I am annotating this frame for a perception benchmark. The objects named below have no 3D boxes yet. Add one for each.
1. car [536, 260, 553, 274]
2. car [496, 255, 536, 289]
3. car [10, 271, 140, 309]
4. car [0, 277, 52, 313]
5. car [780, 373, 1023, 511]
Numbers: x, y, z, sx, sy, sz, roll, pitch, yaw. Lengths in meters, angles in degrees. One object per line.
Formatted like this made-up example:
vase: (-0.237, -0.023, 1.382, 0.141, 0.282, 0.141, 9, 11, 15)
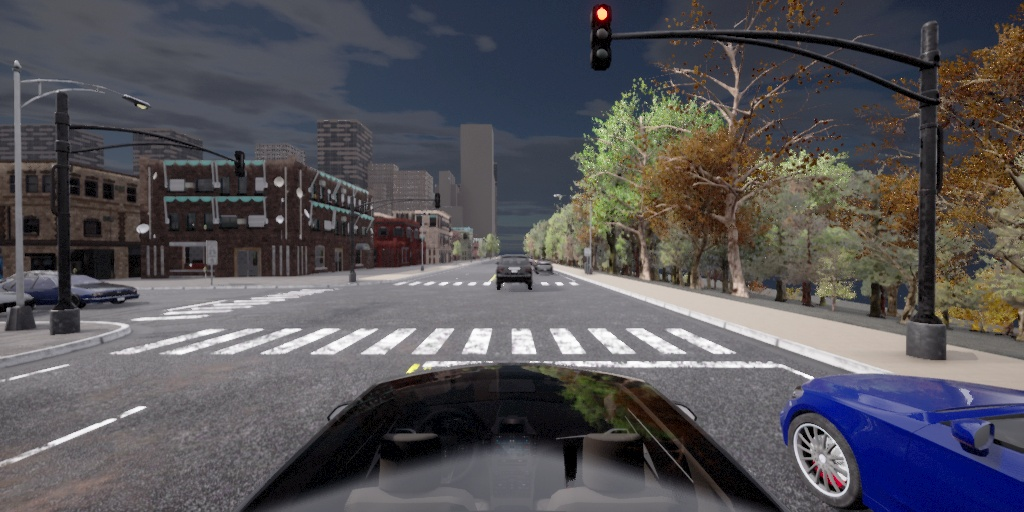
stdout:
car: (3.422, 1.208, 39.367, 2.128, 1.511, 4.902, 0, 0, 0)
car: (0.139, 0.954, 23.001, 2.150, 2.045, 5.566, 0, 0, 0)
car: (-19.552, 1.508, 15.496, 5.357, 1.411, 2.033, -1, 1, 0)
car: (-19.926, 1.559, 12.792, 4.313, 1.339, 1.948, 0, 0, 0)
car: (3.346, 1.276, 1.350, 1.812, 1.442, 4.674, 0, 0, 2)
